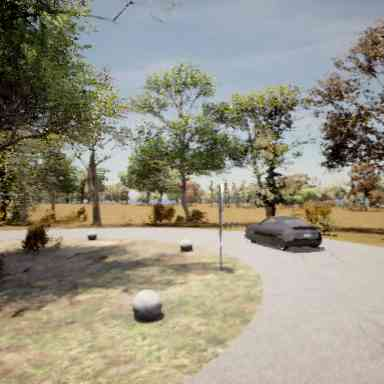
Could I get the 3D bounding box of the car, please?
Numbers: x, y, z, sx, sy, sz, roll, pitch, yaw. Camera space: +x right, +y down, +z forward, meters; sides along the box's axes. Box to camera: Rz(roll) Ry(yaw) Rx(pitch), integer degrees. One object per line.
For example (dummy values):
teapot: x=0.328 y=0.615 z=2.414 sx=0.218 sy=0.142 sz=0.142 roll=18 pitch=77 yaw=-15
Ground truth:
car: x=4.231 y=1.865 z=15.965 sx=1.994 sy=1.385 sz=4.181 roll=0 pitch=-1 yaw=-19
